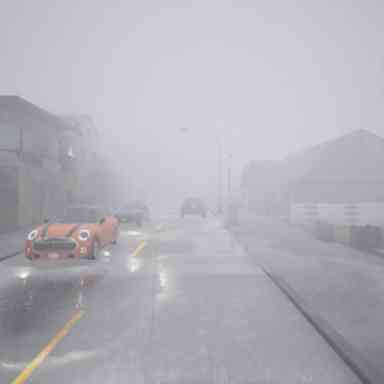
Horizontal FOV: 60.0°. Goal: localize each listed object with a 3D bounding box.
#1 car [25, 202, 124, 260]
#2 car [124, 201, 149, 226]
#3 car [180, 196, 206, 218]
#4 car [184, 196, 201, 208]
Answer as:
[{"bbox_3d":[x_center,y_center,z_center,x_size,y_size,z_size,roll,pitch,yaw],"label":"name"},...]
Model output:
[{"bbox_3d":[-4.092,1.296,12.079,2.097,1.767,4.553,0,0,0],"label":"car"},{"bbox_3d":[-4.058,1.375,22.385,1.882,1.535,5.008,0,0,0],"label":"car"},{"bbox_3d":[0.103,1.219,28.967,2.097,1.767,4.553,0,0,0],"label":"car"},{"bbox_3d":[0.064,1.288,44.655,2.128,1.511,4.902,0,0,0],"label":"car"}]
